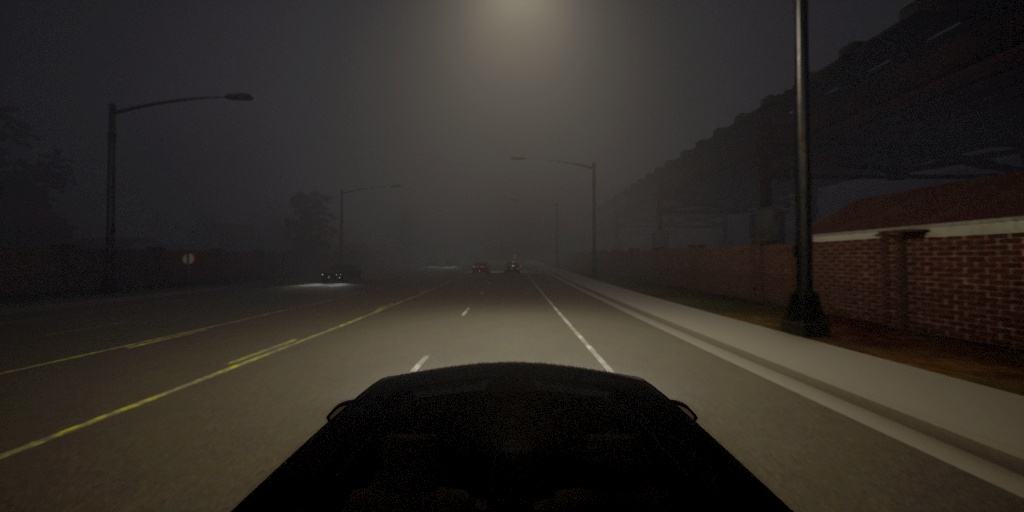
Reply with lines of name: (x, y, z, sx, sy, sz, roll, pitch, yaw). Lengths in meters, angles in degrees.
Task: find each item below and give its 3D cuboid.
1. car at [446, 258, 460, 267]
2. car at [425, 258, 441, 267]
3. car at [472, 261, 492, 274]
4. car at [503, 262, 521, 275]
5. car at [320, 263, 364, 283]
car: (-10.519, 1.101, 63.992, 2.128, 1.511, 4.902, 0, 1, 1)
car: (-14.001, 1.149, 63.905, 2.033, 1.411, 5.357, 0, 1, 0)
car: (-3.480, 1.303, 41.246, 1.837, 1.490, 4.892, 0, 1, 0)
car: (0.013, 1.350, 40.501, 2.033, 1.411, 5.357, 0, 1, 0)
car: (-14.041, 1.391, 29.944, 1.837, 1.490, 4.892, 0, 0, 1)
